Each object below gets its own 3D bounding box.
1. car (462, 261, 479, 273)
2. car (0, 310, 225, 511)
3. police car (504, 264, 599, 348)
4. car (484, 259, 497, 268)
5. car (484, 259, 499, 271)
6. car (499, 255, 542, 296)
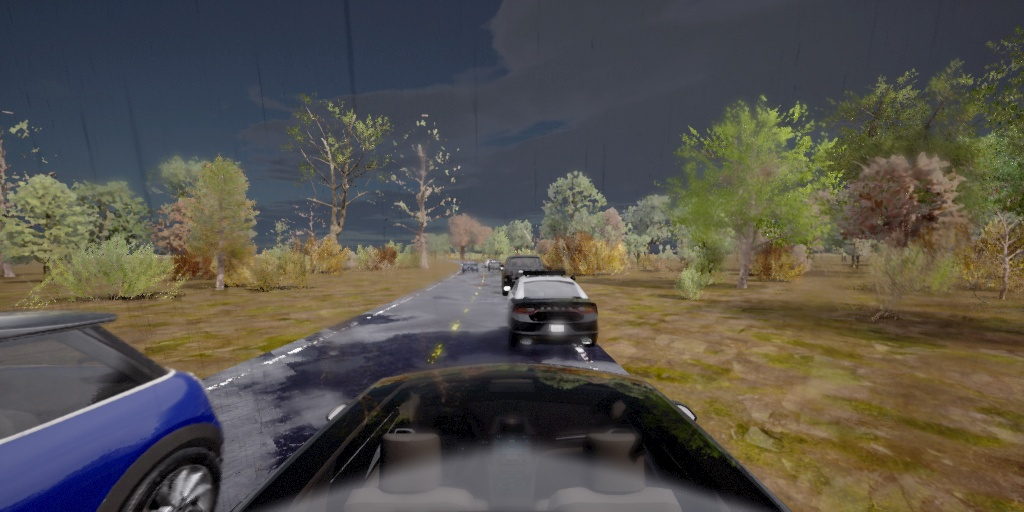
[{"bbox_3d":[-5.070,1.313,43.756,1.994,1.385,4.181,0,0,-5],"label":"car"},{"bbox_3d":[-3.129,1.101,0.645,2.097,1.767,4.553,0,0,0],"label":"car"},{"bbox_3d":[0.820,1.174,9.415,1.930,1.638,5.238,0,0,-1],"label":"police car"},{"bbox_3d":[-3.593,1.276,59.865,1.812,1.442,4.674,0,0,-8],"label":"car"},{"bbox_3d":[-2.313,1.239,48.066,2.128,1.511,4.902,0,0,-5],"label":"car"},{"bbox_3d":[0.531,0.971,19.380,2.150,2.045,5.566,0,0,-2],"label":"car"}]
